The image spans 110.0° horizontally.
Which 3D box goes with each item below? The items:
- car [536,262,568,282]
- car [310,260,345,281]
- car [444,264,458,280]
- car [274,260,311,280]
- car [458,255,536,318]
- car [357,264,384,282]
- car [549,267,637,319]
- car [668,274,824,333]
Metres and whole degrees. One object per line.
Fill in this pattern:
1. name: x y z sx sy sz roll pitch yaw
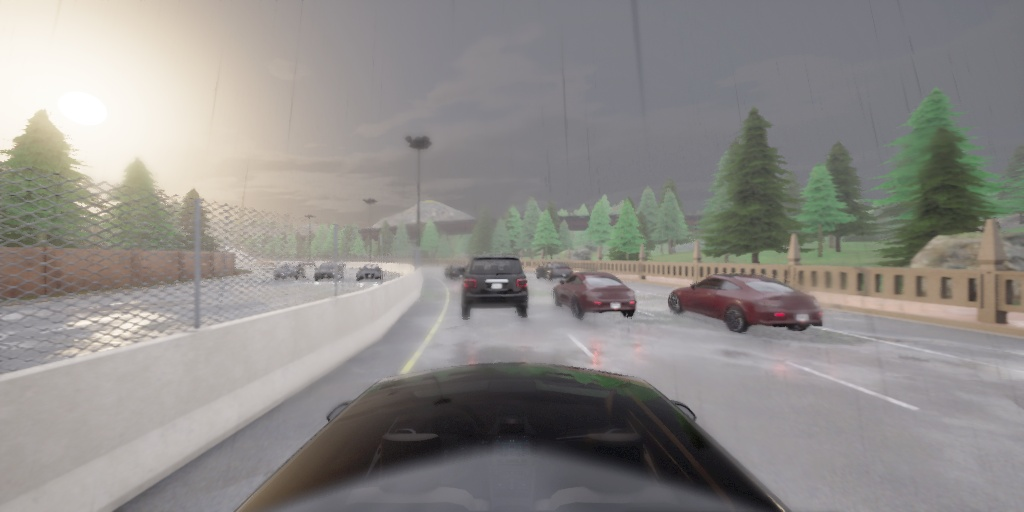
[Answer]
1. car: 3.299 1.257 28.874 2.128 1.511 4.902 0 0 -14
2. car: -15.915 1.357 31.338 1.837 1.490 4.892 0 0 -20
3. car: -4.945 1.406 32.305 1.895 1.301 4.718 0 0 -17
4. car: -20.112 1.363 32.597 2.128 1.511 4.902 0 0 -21
5. car: -0.752 0.988 13.246 2.150 2.045 5.566 0 0 -7
6. car: -11.865 1.397 30.232 1.994 1.385 4.181 0 0 -18
7. car: 2.777 1.276 12.705 1.812 1.442 4.674 0 0 -6
8. car: 6.495 1.257 10.559 1.812 1.442 4.674 0 0 -5
